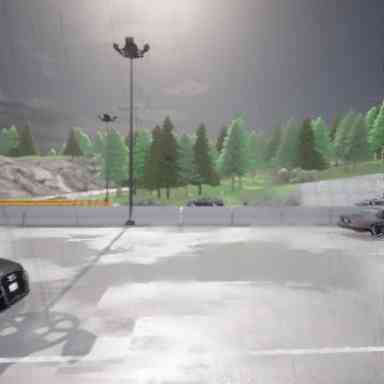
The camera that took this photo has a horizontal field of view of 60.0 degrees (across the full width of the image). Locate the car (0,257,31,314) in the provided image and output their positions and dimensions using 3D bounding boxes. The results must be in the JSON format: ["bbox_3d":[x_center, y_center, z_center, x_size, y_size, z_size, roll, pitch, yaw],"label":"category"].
[{"bbox_3d":[-5.196,1.522,5.856,4.181,1.385,1.994,0,0,-4],"label":"car"}]

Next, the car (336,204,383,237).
[{"bbox_3d":[10.492,1.530,17.454,5.357,1.411,2.033,0,0,-4],"label":"car"}]

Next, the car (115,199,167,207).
[{"bbox_3d":[-5.178,1.413,34.125,5.357,1.411,2.033,0,0,-4],"label":"car"}]

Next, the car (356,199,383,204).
[{"bbox_3d":[17.541,1.522,28.661,5.357,1.411,2.033,0,0,-4],"label":"car"}]

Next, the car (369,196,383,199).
[{"bbox_3d":[21.923,1.190,35.975,5.566,2.045,2.150,0,0,-4],"label":"car"}]

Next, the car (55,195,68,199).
[{"bbox_3d":[-24.880,1.256,63.137,1.994,1.385,4.181,0,0,-35],"label":"car"}]

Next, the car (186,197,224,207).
[{"bbox_3d":[1.655,1.369,42.672,4.892,1.490,1.837,0,1,19],"label":"car"}]

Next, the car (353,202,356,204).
[{"bbox_3d":[21.567,1.461,39.458,4.892,1.490,1.837,1,0,-4],"label":"car"}]
